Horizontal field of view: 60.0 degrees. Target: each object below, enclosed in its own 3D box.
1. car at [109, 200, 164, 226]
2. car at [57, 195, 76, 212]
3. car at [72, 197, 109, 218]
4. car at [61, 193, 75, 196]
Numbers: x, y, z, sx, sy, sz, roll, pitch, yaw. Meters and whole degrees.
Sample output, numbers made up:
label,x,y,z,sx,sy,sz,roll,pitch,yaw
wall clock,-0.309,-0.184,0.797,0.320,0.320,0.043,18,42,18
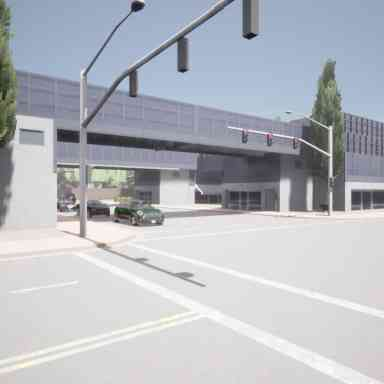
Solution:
label,x,y,z,sx,sy,sz,roll,pitch,yaw
car,-3.820,1.352,23.514,2.097,1.767,4.553,0,0,-36
car,-14.846,1.492,38.674,2.128,1.511,4.902,0,0,-36
car,-9.268,1.478,31.001,1.882,1.535,5.008,0,0,-36
car,-23.706,1.221,63.055,2.150,2.045,5.566,0,0,-36
